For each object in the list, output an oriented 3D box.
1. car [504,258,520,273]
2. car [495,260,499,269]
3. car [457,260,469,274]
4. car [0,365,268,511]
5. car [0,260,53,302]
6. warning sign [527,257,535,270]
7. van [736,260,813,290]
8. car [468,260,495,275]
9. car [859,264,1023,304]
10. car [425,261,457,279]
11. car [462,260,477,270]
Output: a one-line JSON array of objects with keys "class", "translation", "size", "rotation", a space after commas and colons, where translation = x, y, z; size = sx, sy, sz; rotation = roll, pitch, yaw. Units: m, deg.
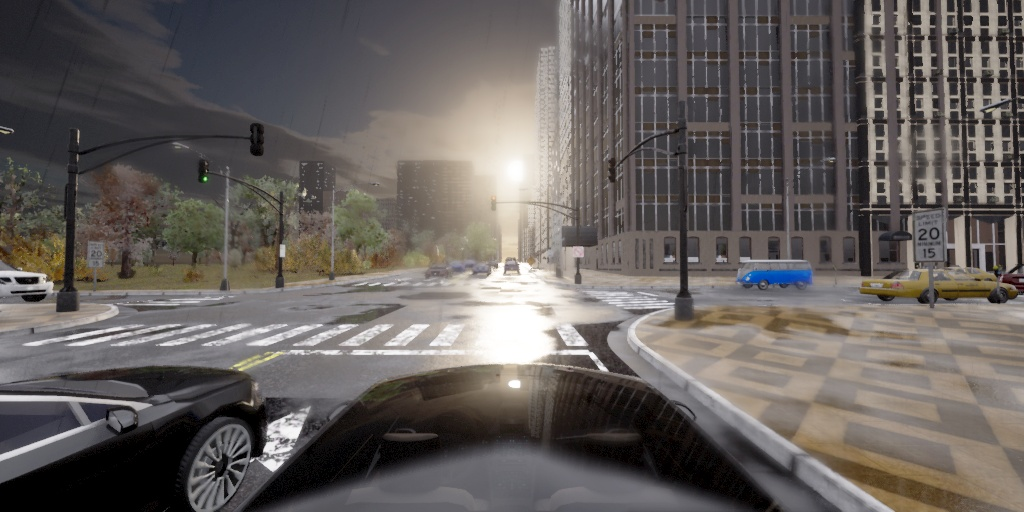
[{"class": "car", "translation": [-0.025, 1.337, 45.420], "size": [1.882, 1.535, 5.008], "rotation": [0, 0, 0]}, {"class": "car", "translation": [-3.414, 1.457, 64.296], "size": [2.128, 1.511, 4.902], "rotation": [0, 0, 0]}, {"class": "car", "translation": [-6.715, 1.329, 43.385], "size": [1.882, 1.535, 5.008], "rotation": [0, 0, 0]}, {"class": "car", "translation": [-3.143, 1.241, 1.308], "size": [2.128, 1.511, 4.902], "rotation": [0, 0, 0]}, {"class": "car", "translation": [-23.575, 1.057, 15.455], "size": [5.566, 2.045, 2.150], "rotation": [0, -2, -1]}, {"class": "warning sign", "translation": [2.710, 1.000, 50.679], "size": [1.300, 1.860, 1.060], "rotation": [0, 0, 0]}, {"class": "van", "translation": [15.888, 1.122, 21.778], "size": [3.998, 1.789, 1.690], "rotation": [0, 0, -1]}, {"class": "car", "translation": [-3.257, 1.384, 39.716], "size": [2.033, 1.411, 5.357], "rotation": [0, 0, 0]}, {"class": "car", "translation": [16.292, 1.075, 13.761], "size": [4.829, 1.417, 1.751], "rotation": [0, 0, -1]}, {"class": "car", "translation": [-6.684, 1.379, 33.256], "size": [1.994, 1.385, 4.181], "rotation": [0, 0, 0]}, {"class": "car", "translation": [-6.741, 1.400, 57.507], "size": [1.882, 1.535, 5.008], "rotation": [0, 0, 0]}]
